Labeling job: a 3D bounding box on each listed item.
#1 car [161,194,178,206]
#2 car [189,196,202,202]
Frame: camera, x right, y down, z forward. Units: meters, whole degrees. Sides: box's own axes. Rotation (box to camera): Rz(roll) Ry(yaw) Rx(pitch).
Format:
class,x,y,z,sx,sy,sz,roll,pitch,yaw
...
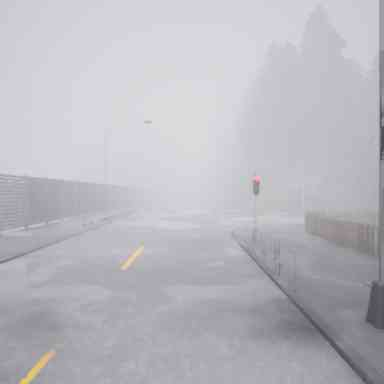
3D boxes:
class,x,y,z,sx,sy,sz,roll,pitch,yaw
car,-4.044,1.348,58.196,2.150,2.045,5.566,0,0,1
car,0.851,1.700,79.752,1.812,1.442,4.674,0,0,26
